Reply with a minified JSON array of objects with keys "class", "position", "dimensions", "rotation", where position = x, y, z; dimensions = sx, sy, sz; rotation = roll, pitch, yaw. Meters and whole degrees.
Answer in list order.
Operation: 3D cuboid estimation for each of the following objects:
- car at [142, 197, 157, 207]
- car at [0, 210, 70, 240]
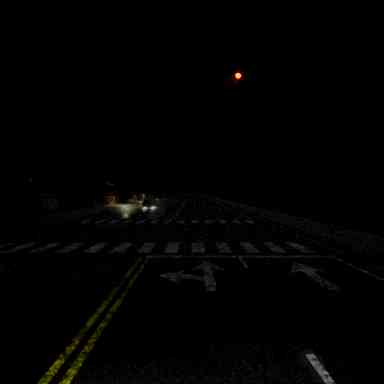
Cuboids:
[{"class":"car","position":[-6.458,1.523,51.274],"dimensions":[2.033,1.411,5.357],"rotation":[0,0,0]},{"class":"car","position":[-8.598,1.552,15.497],"dimensions":[5.357,1.411,2.033],"rotation":[0,0,-34]}]
